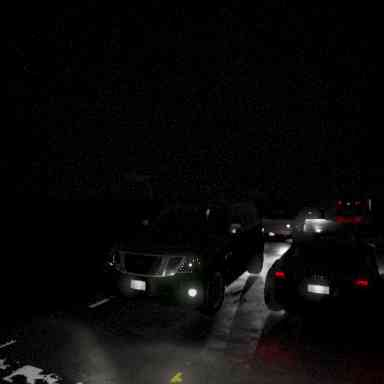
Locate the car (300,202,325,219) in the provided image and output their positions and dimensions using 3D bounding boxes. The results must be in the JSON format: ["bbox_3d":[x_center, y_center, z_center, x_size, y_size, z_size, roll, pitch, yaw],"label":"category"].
[{"bbox_3d":[10.691,1.583,29.615,1.994,1.385,4.181,0,0,25],"label":"car"}]

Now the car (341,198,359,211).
[{"bbox_3d":[20.731,1.576,43.684,2.033,1.411,5.357,0,0,26],"label":"car"}]

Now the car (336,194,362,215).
[{"bbox_3d":[16.067,1.239,34.028,2.150,2.045,5.566,0,0,26],"label":"car"}]

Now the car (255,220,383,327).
[{"bbox_3d":[2.951,1.563,7.254,1.994,1.385,4.181,0,0,26],"label":"car"}]

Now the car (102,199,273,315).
[{"bbox_3d":[0.256,1.229,8.164,2.150,2.045,5.566,0,0,25],"label":"car"}]

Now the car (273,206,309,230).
[{"bbox_3d":[4.595,1.609,17.122,1.895,1.301,4.718,0,0,26],"label":"car"}]
